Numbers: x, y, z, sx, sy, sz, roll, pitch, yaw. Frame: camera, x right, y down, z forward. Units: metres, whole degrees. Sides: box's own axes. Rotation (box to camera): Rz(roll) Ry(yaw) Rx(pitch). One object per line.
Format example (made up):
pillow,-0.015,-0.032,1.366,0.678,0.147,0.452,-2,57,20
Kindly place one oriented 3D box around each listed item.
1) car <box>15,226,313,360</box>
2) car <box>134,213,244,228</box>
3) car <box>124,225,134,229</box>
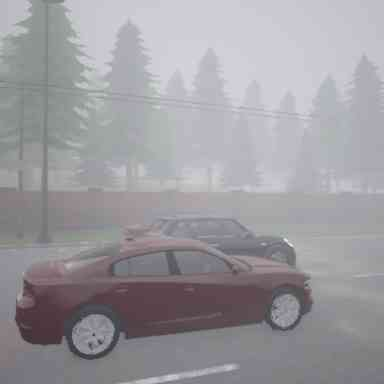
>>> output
car,-0.270,1.550,5.864,5.008,1.535,1.882,1,-1,-19
car,0.787,1.480,9.907,4.553,1.767,2.097,1,-1,-19
car,-0.248,1.643,13.251,5.008,1.535,1.882,0,-1,-18
